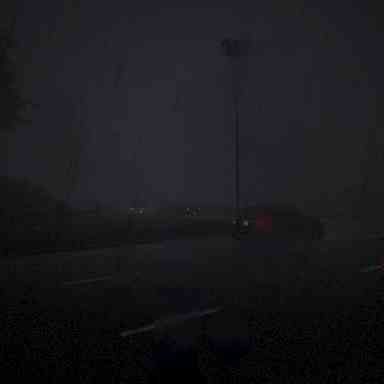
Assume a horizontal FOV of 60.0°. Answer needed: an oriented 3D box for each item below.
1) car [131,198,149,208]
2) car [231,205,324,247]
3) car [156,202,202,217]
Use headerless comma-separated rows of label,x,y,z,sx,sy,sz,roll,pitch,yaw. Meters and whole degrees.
car,-7.453,1.606,47.862,1.994,1.385,4.181,0,0,1
car,4.000,1.354,15.203,4.553,1.767,2.097,0,0,-35
car,-1.240,1.604,31.144,1.895,1.301,4.718,0,0,-42
